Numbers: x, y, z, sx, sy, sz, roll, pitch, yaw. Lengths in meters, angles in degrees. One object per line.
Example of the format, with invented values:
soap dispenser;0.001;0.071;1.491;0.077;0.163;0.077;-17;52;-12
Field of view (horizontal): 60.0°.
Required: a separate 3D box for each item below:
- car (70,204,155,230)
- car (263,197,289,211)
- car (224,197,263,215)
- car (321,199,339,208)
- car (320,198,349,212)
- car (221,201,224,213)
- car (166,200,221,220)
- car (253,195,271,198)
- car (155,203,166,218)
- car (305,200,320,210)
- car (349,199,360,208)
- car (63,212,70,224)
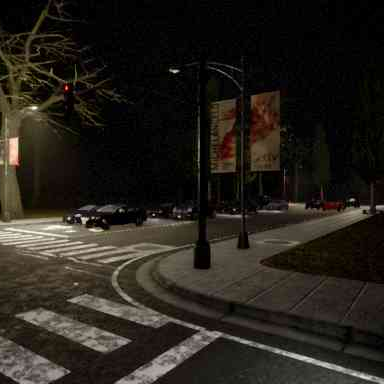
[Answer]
car;-5.016;1.566;21.793;2.128;1.511;4.902;0;0;35
car;11.823;1.772;45.678;1.812;1.442;4.674;0;0;36
car;5.878;1.680;37.283;1.837;1.490;4.892;0;0;35
car;23.481;1.916;56.354;1.812;1.442;4.674;0;-1;35
car;19.112;1.636;44.469;2.097;1.767;4.553;0;0;34
car;3.820;1.776;40.013;1.895;1.301;4.718;0;0;35
car;0.229;1.472;29.252;2.097;1.767;4.553;0;0;35
car;9.898;1.472;48.582;2.150;2.045;5.566;0;0;38
car;-1.903;1.666;31.861;2.033;1.411;5.357;0;0;35
car;17.796;1.824;48.247;1.812;1.442;4.674;0;0;35
car;26.370;1.892;54.801;2.128;1.511;4.902;0;-1;35
car;-7.228;1.637;24.312;1.994;1.385;4.181;0;0;36
